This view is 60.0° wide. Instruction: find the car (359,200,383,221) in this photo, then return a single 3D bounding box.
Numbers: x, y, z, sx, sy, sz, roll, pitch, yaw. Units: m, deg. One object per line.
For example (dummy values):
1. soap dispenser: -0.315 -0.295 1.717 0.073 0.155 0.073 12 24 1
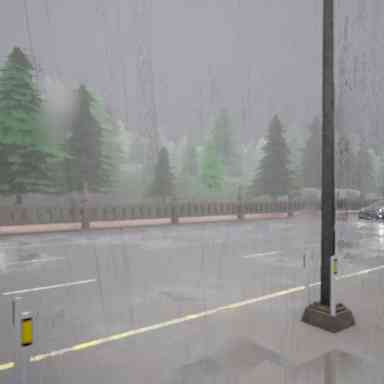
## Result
1. car: 15.938 1.452 27.620 4.553 1.767 2.097 0 0 -34
